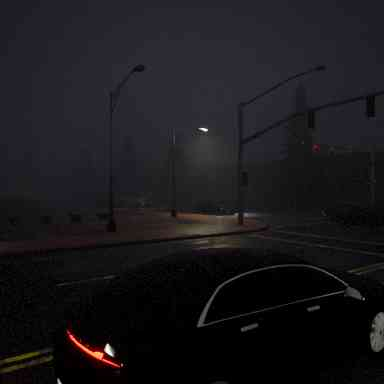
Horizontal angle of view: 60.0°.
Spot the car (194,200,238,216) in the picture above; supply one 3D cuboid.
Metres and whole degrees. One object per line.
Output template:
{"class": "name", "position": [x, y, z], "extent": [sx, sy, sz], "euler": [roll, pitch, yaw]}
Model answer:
{"class": "car", "position": [2.053, 1.526, 33.165], "extent": [1.812, 1.442, 4.674], "euler": [0, 0, -37]}

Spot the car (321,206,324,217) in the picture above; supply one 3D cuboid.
{"class": "car", "position": [12.225, 1.506, 25.135], "extent": [1.837, 1.490, 4.892], "euler": [0, 0, -35]}

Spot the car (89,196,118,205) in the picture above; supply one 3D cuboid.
{"class": "car", "position": [-16.283, 1.478, 61.331], "extent": [5.008, 1.535, 1.882], "euler": [0, 0, 21]}

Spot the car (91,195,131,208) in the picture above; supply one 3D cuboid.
{"class": "car", "position": [-11.787, 1.548, 47.426], "extent": [5.357, 1.411, 2.033], "euler": [0, 0, 32]}

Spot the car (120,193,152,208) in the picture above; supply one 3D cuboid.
{"class": "car", "position": [-8.521, 1.222, 49.418], "extent": [5.566, 2.045, 2.150], "euler": [0, 0, 34]}

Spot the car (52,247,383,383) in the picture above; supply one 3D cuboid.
{"class": "car", "position": [0.813, 1.505, 4.378], "extent": [4.892, 1.490, 1.837], "euler": [0, 0, -35]}

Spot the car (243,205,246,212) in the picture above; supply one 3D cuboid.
{"class": "car", "position": [3.896, 1.564, 36.494], "extent": [1.994, 1.385, 4.181], "euler": [0, 0, -37]}

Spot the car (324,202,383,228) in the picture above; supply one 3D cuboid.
{"class": "car", "position": [11.246, 1.547, 20.427], "extent": [2.033, 1.411, 5.357], "euler": [0, 0, -34]}

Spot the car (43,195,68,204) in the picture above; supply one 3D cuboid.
{"class": "car", "position": [-26.243, 1.352, 63.797], "extent": [4.553, 1.767, 2.097], "euler": [0, 0, 9]}
